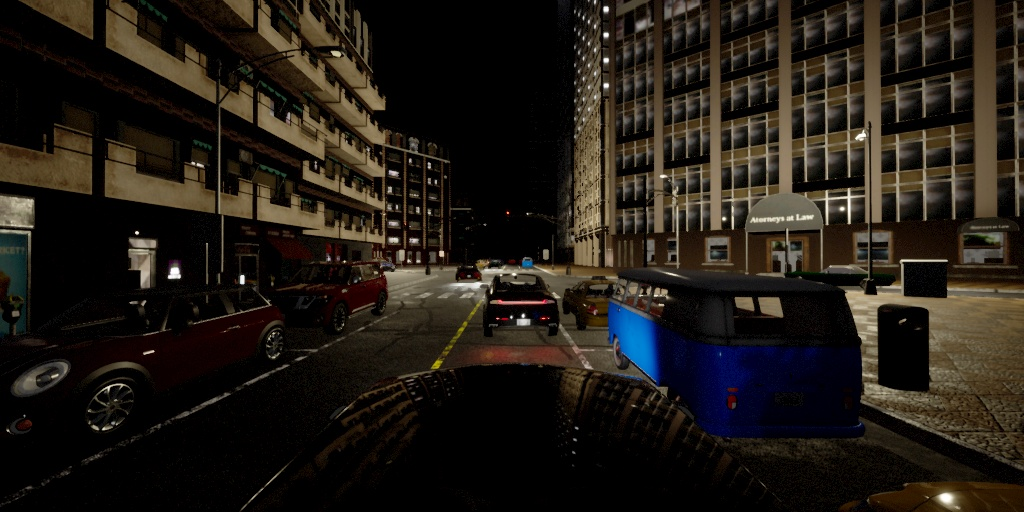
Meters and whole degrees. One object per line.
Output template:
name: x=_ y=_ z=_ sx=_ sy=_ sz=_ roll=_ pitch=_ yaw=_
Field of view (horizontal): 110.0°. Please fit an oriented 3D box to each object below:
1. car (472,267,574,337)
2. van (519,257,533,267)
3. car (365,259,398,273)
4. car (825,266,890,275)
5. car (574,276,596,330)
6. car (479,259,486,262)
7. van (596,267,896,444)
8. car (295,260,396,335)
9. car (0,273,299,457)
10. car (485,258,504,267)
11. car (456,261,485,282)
car: x=0.132 y=1.244 z=10.312 sx=2.128 sy=1.511 sz=4.902 roll=0 pitch=0 yaw=-3
van: x=2.558 y=1.167 z=59.700 sx=1.690 sy=1.789 sz=3.998 roll=0 pitch=0 yaw=0
car: x=-17.171 y=1.275 z=46.945 sx=4.553 sy=1.767 sz=2.097 roll=-1 pitch=-1 yaw=41
car: x=18.306 y=1.194 z=20.426 sx=4.718 sy=1.301 sz=1.895 roll=-1 pitch=-1 yaw=40
car: x=2.564 y=1.278 z=10.877 sx=1.751 sy=1.417 sz=4.829 roll=0 pitch=0 yaw=0
car: x=-5.322 y=1.351 z=59.529 sx=1.751 sy=1.417 sz=4.829 roll=0 pitch=0 yaw=0
van: x=2.565 y=1.092 z=5.171 sx=1.690 sy=1.789 sz=3.998 roll=0 pitch=0 yaw=0
car: x=-5.316 y=1.068 z=10.700 sx=2.192 sy=1.841 sz=5.009 roll=0 pitch=0 yaw=0
car: x=-5.315 y=1.191 z=5.164 sx=1.967 sy=1.591 sz=4.097 roll=0 pitch=0 yaw=0
car: x=-2.824 y=1.425 z=58.789 sx=1.895 sy=1.301 sz=4.718 roll=0 pitch=0 yaw=2
car: x=-3.416 y=1.334 z=28.734 sx=1.994 sy=1.385 sz=4.181 roll=0 pitch=0 yaw=-7
